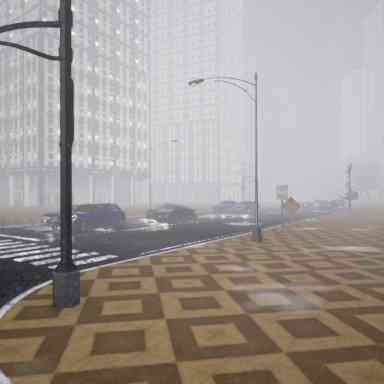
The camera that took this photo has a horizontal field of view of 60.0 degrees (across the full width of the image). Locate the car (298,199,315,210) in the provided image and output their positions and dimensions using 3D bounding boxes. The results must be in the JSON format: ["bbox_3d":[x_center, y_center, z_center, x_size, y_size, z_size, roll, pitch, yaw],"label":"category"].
[{"bbox_3d":[16.299,1.923,47.987,1.895,1.301,4.718,0,0,32],"label":"car"}]

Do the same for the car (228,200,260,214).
[{"bbox_3d":[6.441,1.765,39.162,1.837,1.490,4.892,0,0,34],"label":"car"}]

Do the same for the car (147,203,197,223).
[{"bbox_3d":[-1.380,1.737,27.669,1.994,1.385,4.181,0,0,35],"label":"car"}]

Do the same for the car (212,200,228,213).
[{"bbox_3d":[4.388,1.760,41.928,1.882,1.535,5.008,0,0,34],"label":"car"}]

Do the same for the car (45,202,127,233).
[{"bbox_3d":[-6.226,1.468,20.548,2.097,1.767,4.553,0,-1,34],"label":"car"}]

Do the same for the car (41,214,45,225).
[{"bbox_3d":[-8.146,1.632,23.543,2.128,1.511,4.902,0,-1,34],"label":"car"}]

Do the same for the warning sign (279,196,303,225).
[{"bbox_3d":[6.840,1.251,22.944,1.300,1.860,1.060,0,0,34],"label":"warning sign"}]

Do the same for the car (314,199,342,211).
[{"bbox_3d":[18.809,1.853,45.874,2.033,1.411,5.357,0,0,31],"label":"car"}]

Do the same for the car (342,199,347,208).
[{"bbox_3d":[24.203,1.840,54.729,1.882,1.535,5.008,0,0,31],"label":"car"}]

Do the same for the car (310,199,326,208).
[{"bbox_3d":[21.478,1.903,56.502,1.812,1.442,4.674,0,0,31],"label":"car"}]
